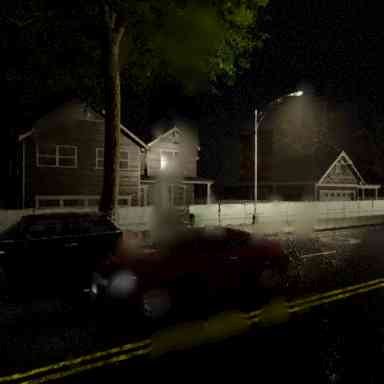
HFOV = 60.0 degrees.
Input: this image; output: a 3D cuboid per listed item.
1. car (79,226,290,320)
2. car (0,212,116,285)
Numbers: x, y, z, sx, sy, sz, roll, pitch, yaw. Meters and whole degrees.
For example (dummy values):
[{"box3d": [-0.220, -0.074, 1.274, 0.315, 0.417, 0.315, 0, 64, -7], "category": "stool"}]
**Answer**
[{"box3d": [0.167, 1.525, 7.399, 4.674, 1.442, 1.812, 0, 0, -33], "category": "car"}, {"box3d": [-3.941, 1.351, 8.653, 4.553, 1.767, 2.097, 0, 0, -32], "category": "car"}]
